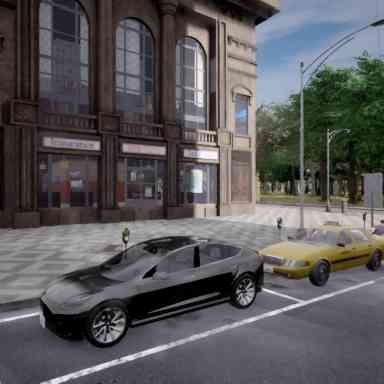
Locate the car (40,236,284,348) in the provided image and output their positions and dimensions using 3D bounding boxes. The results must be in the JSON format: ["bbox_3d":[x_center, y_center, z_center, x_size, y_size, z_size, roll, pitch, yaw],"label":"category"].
[{"bbox_3d":[-0.494,1.566,6.301,4.313,1.339,1.947,0,0,-36],"label":"car"}]

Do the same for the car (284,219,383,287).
[{"bbox_3d":[3.793,1.526,9.363,4.829,1.417,1.752,0,0,-36],"label":"car"}]
